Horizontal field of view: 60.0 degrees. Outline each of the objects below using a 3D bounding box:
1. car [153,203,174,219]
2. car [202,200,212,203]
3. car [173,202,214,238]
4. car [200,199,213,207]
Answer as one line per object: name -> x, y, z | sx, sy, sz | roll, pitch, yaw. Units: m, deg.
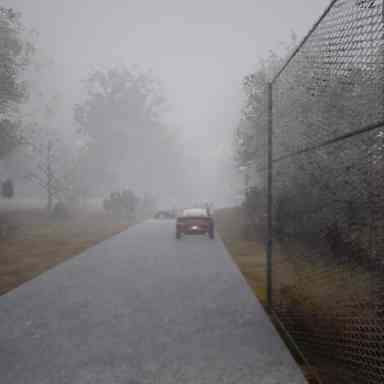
car -> -2.384, 1.743, 31.123 | 2.033, 1.411, 5.357 | 0, -1, 3
car -> 1.099, 1.874, 38.744 | 1.994, 1.385, 4.181 | 0, -1, 4
car -> 0.168, 1.550, 18.231 | 1.882, 1.535, 5.008 | 0, -1, 1
car -> 3.242, 2.446, 72.770 | 2.097, 1.767, 4.553 | 0, -2, 11
